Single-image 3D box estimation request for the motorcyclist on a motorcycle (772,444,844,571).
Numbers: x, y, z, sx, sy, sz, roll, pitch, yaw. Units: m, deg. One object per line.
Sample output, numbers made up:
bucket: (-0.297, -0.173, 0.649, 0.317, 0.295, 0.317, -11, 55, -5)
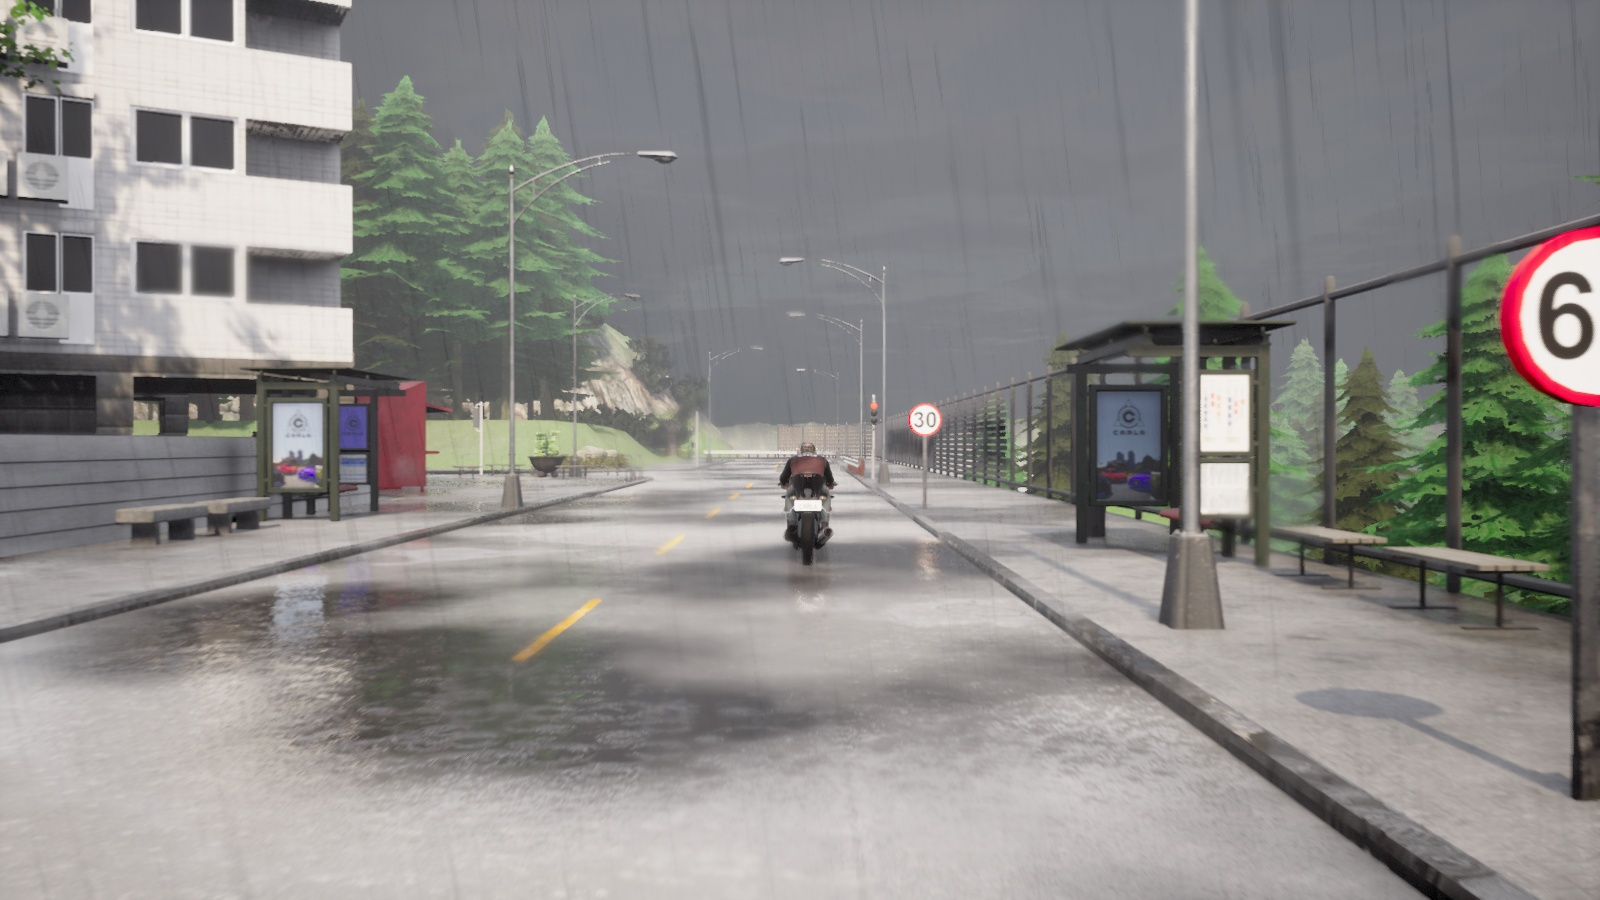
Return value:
motorcyclist on a motorcycle: (0.101, 0.690, 16.243, 0.866, 1.530, 2.191, 0, 0, 0)
